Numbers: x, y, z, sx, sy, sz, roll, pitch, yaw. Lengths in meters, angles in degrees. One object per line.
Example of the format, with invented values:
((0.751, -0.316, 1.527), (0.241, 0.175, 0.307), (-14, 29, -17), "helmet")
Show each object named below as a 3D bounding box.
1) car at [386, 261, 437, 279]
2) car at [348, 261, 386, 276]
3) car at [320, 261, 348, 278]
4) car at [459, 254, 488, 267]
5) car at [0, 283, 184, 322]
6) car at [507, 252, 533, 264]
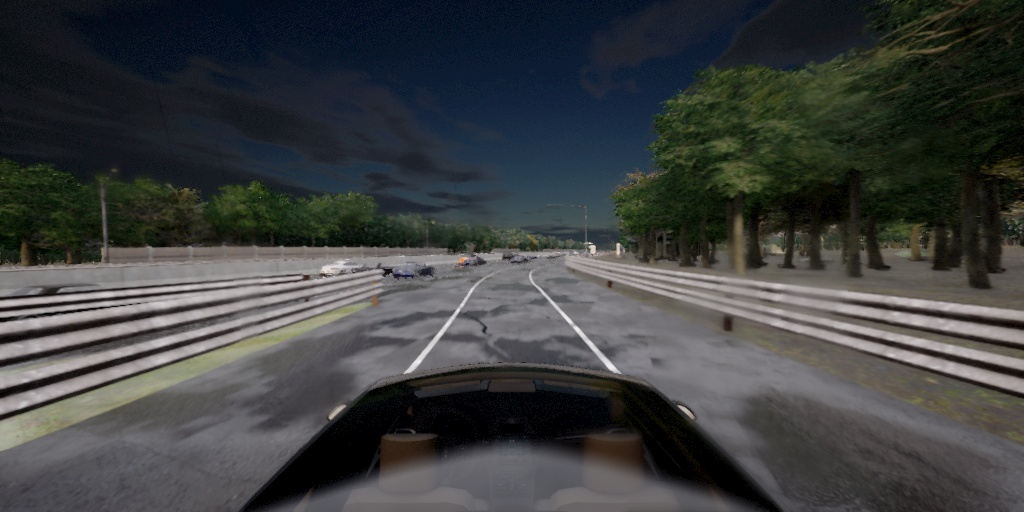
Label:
((-7.913, 1.126, 29.399), (1.994, 1.385, 4.181), (0, 1, 18), "car")
((-11.233, 1.181, 30.508), (1.895, 1.301, 4.718), (0, 1, 18), "car")
((-14.570, 1.126, 31.564), (1.812, 1.442, 4.674), (0, 1, 18), "car")
((-5.043, 0.769, 49.559), (2.033, 1.411, 5.357), (0, 1, 18), "car")
((-13.738, 1.517, 11.466), (1.895, 1.301, 4.718), (0, 1, 18), "car")
((1.374, 0.571, 57.984), (2.033, 1.411, 5.357), (0, 1, 18), "car")
